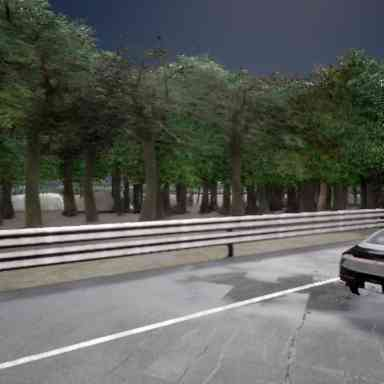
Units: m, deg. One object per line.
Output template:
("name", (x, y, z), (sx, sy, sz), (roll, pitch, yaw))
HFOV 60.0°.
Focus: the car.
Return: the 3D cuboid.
("car", (5.240, 1.488, 7.309), (4.902, 1.511, 2.128), (0, 0, -34))
